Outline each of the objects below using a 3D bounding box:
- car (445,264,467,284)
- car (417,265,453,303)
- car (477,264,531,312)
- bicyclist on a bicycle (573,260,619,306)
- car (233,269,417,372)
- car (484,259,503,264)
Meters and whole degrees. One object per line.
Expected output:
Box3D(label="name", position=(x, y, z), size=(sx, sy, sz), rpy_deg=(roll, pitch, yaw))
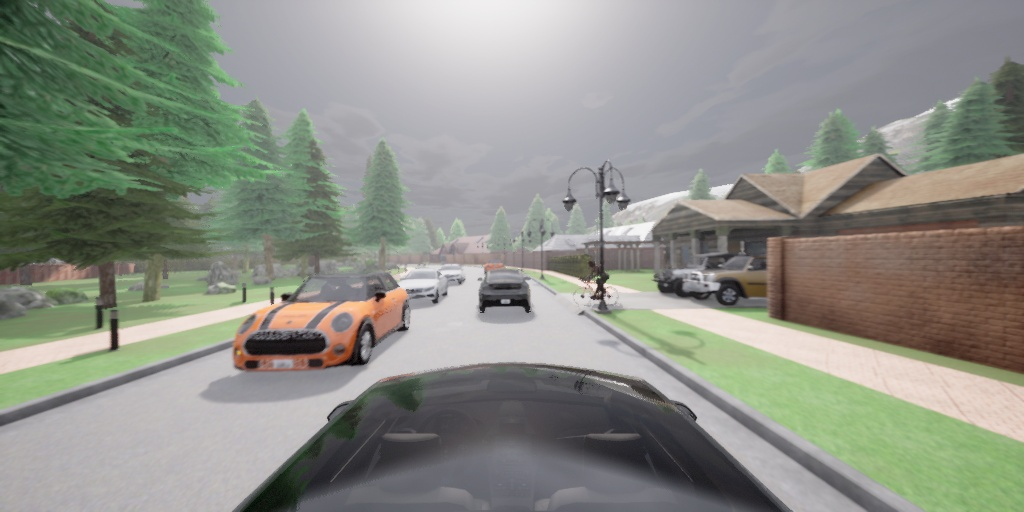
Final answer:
Box3D(label="car", position=(-4.574, 1.327, 27.150), size=(1.812, 1.442, 4.674), rpy_deg=(-1, 0, -3))
Box3D(label="car", position=(-4.141, 1.326, 16.914), size=(1.812, 1.442, 4.674), rpy_deg=(-1, 0, -2))
Box3D(label="car", position=(-0.313, 1.253, 14.225), size=(1.837, 1.490, 4.892), rpy_deg=(-1, 0, -2))
Box3D(label="bicyclist on a bicycle", position=(2.980, 0.982, 12.750), size=(1.656, 1.620, 0.582), rpy_deg=(0, 0, -2))
Box3D(label="car", position=(-3.785, 1.151, 8.026), size=(2.097, 1.767, 4.553), rpy_deg=(-1, 0, -2))
Box3D(label="car", position=(-2.031, 1.111, 40.519), size=(2.097, 1.767, 4.553), rpy_deg=(-1, 0, -7))
